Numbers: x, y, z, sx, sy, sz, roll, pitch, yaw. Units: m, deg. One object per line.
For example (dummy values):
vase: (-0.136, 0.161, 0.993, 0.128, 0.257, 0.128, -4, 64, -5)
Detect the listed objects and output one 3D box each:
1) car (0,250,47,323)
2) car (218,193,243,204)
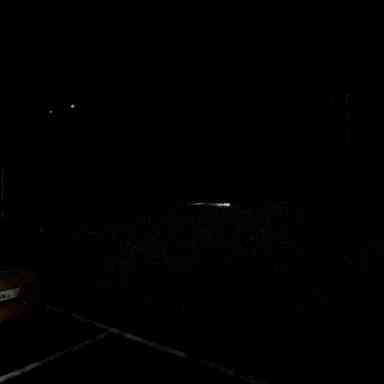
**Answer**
car: (-4.689, 1.515, 6.314, 4.829, 1.417, 1.752, 0, 0, 35)
car: (5.209, 0.836, 45.270, 1.994, 1.385, 4.181, 0, 1, 36)
